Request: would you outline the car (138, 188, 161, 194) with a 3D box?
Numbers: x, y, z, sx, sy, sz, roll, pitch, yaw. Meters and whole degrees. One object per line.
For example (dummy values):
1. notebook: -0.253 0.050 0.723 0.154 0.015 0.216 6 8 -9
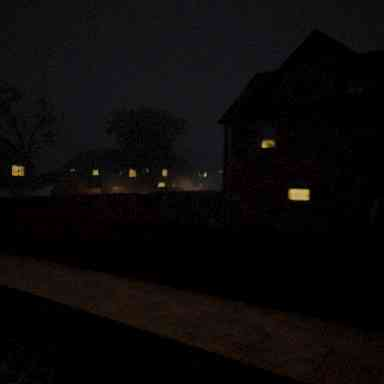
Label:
1. car: -5.955 0.247 44.411 2.097 1.767 4.553 2 2 36
